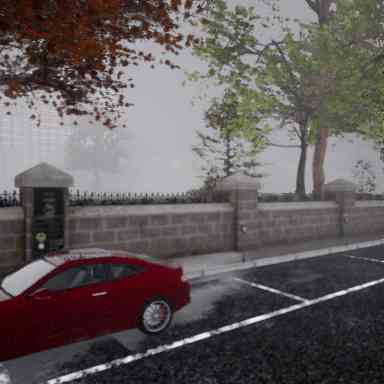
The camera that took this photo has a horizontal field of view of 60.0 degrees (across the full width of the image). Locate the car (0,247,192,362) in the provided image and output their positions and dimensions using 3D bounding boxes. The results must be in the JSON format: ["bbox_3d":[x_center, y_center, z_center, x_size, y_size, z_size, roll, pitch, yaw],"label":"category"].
[{"bbox_3d":[-1.951,1.587,5.167,4.206,1.307,1.802,0,0,-35],"label":"car"}]
